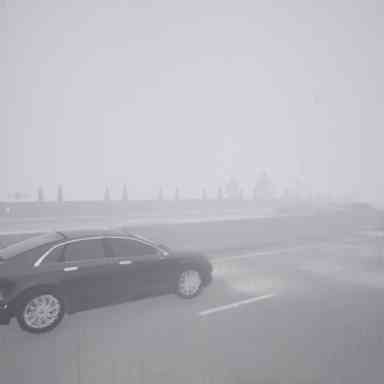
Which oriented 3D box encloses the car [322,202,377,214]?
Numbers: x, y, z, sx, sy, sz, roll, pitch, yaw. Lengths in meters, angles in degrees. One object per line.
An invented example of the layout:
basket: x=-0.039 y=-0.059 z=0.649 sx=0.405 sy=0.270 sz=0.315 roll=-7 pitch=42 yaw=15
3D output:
car: x=12.572 y=1.532 z=25.904 sx=4.892 sy=1.490 sz=1.837 roll=0 pitch=0 yaw=-36

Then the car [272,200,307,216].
car: x=10.014 y=1.508 z=32.686 sx=5.008 sy=1.535 sz=1.882 roll=0 pitch=0 yaw=-36

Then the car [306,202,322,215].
car: x=12.813 y=1.596 z=30.415 sx=4.181 sy=1.385 sz=1.994 roll=0 pitch=0 yaw=-36

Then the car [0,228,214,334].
car: x=-1.764 y=1.505 z=6.788 sx=4.892 sy=1.490 sz=1.837 roll=0 pitch=0 yaw=-35
